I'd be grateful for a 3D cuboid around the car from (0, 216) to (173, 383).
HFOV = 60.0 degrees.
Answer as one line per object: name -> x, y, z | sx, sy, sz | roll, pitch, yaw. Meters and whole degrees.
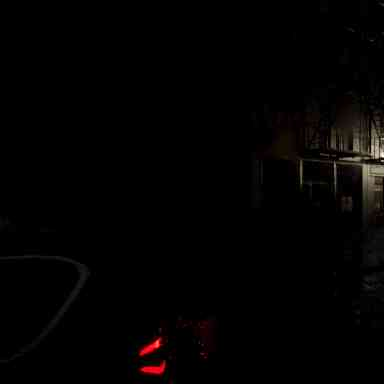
car -> -2.715, 1.221, 1.447 | 5.566, 2.045, 2.150 | 0, 0, -35
